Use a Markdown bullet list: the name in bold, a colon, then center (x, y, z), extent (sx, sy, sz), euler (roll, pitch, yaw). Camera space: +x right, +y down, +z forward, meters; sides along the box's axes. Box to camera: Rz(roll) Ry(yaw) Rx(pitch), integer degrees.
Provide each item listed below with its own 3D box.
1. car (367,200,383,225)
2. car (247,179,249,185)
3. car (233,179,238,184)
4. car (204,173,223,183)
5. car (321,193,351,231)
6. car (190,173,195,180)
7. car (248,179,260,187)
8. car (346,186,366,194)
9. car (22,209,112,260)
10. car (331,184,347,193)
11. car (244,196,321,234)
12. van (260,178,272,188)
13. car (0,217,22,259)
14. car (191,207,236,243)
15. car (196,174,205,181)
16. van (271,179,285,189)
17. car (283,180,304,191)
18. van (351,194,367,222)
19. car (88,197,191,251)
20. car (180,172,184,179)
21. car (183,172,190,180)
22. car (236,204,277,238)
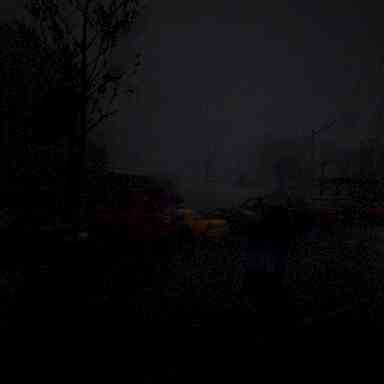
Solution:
- **car**: center (11.666, 1.403, 24.629), extent (4.553, 1.767, 2.185), euler (-1, -1, 35)
- **car**: center (12.782, -2.044, 72.865), extent (2.002, 1.452, 4.674), euler (7, 4, 35)
- **car**: center (11.041, -2.317, 75.328), extent (2.002, 1.452, 4.674), euler (7, 3, 35)
- **car**: center (5.939, -3.176, 82.840), extent (1.946, 1.575, 5.366), euler (7, 3, 34)
- **car**: center (6.716, 1.266, 21.211), extent (5.566, 2.045, 2.435), euler (-1, -1, 35)
- **car**: center (2.296, -3.850, 87.567), extent (2.185, 1.767, 4.553), euler (6, 3, 34)
- **car**: center (14.612, -1.812, 70.543), extent (1.946, 1.575, 5.366), euler (7, 3, 35)
- **car**: center (26.569, 0.136, 53.115), extent (2.002, 1.452, 4.674), euler (7, 3, 35)
- **car**: center (-5.599, 1.523, 12.554), extent (4.792, 1.488, 2.163), euler (-1, -1, 35)
- **car**: center (24.879, -0.426, 55.588), extent (2.435, 2.045, 5.566), euler (7, 3, 35)
- **car**: center (4.202, 1.262, 19.507), extent (5.566, 2.045, 2.435), euler (-1, -1, 35)
- **van**: center (16.185, -1.764, 67.812), extent (1.878, 1.987, 4.442), euler (7, 4, 35)
- **car**: center (-8.020, 1.493, 10.809), extent (4.892, 1.521, 2.231), euler (-1, -1, 35)
- **car**: center (-0.833, 1.502, 16.124), extent (5.366, 1.575, 1.946), euler (-1, -1, 35)
- **car**: center (4.089, -3.699, 85.100), extent (2.435, 2.045, 5.566), euler (7, 3, 34)
- **van**: center (17.913, -1.491, 65.339), extent (1.878, 1.987, 4.442), euler (7, 4, 35)
- **car**: center (19.672, -0.992, 62.976), extent (2.231, 1.521, 4.892), euler (7, 3, 35)
- **van**: center (9.256, 1.296, 22.880), extent (4.442, 1.987, 1.878), euler (-1, -1, 35)
- **car**: center (-3.154, 1.247, 14.298), extent (5.566, 2.045, 2.435), euler (-1, -1, 35)
- **car**: center (-1.204, -4.362, 92.386), extent (2.435, 2.045, 5.566), euler (1, -1, 34)
- **car**: center (0.567, -4.085, 90.038), extent (2.185, 1.767, 4.553), euler (4, 1, 33)
- **car**: center (1.774, 1.548, 17.751), extent (4.674, 1.452, 2.002), euler (-1, -1, 35)
